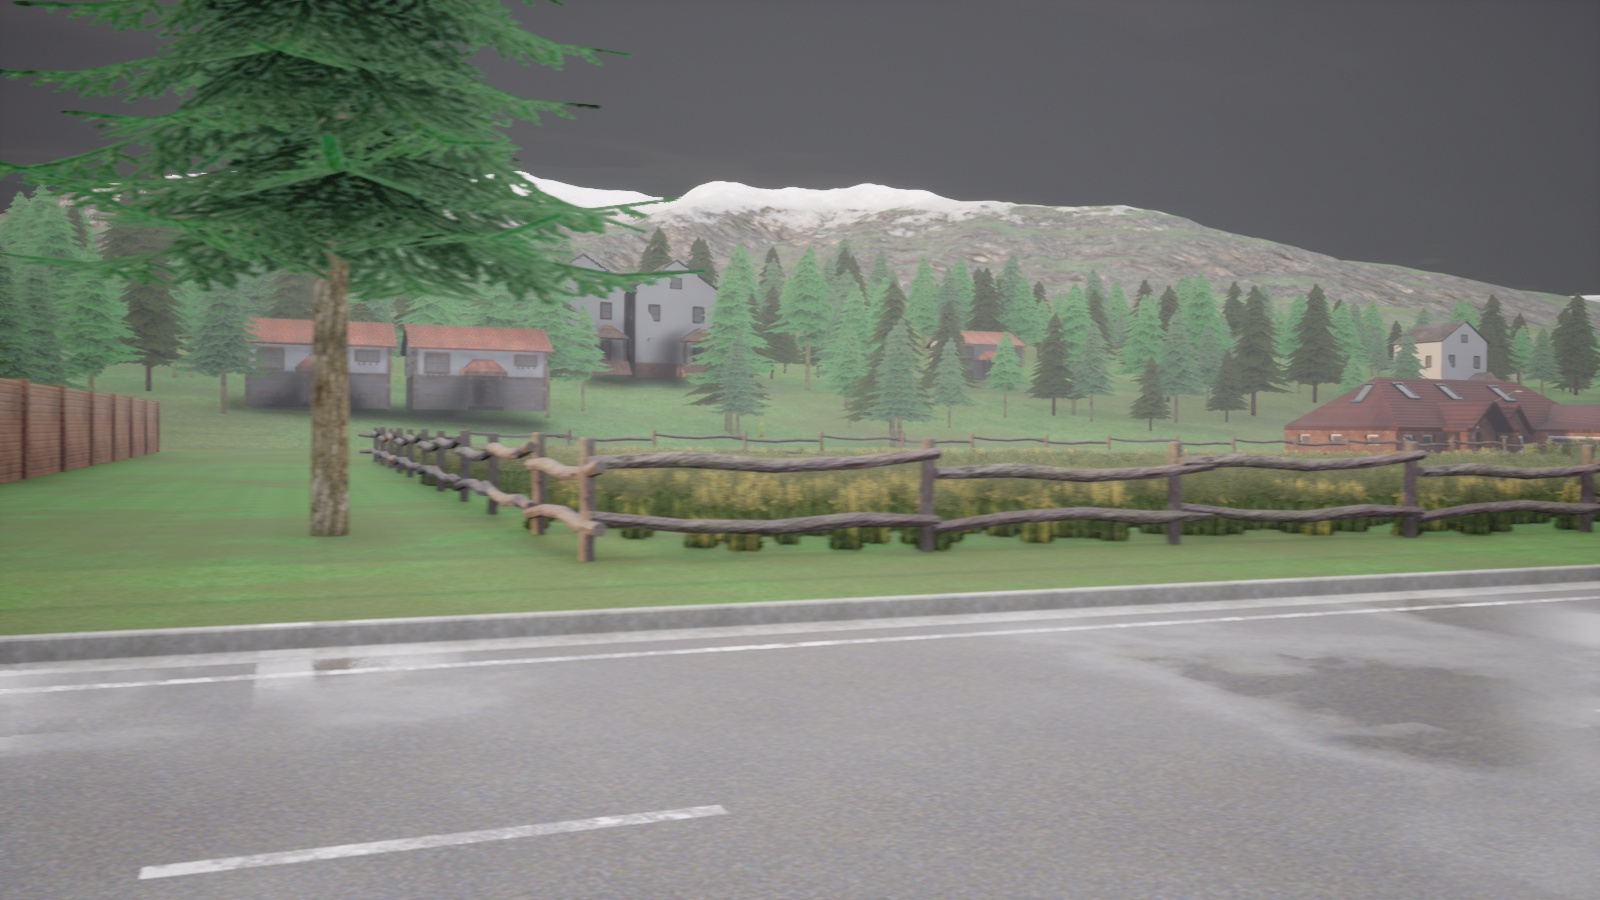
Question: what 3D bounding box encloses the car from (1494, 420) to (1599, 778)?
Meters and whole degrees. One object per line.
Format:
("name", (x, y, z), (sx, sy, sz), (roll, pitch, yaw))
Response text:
("car", (5.849, 0.597, 5.690), (4.902, 1.511, 2.128), (-1, 1, -22))
